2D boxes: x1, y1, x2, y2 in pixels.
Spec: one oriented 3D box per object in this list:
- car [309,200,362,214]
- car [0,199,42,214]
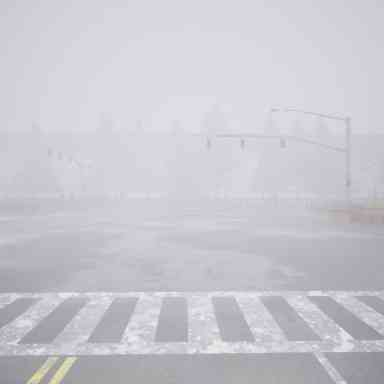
[{"bbox_3d":[15.411,1.547,35.539,5.357,1.411,2.033,0,0,-2],"label":"car"},{"bbox_3d":[-18.306,1.476,34.511,5.008,1.535,1.882,0,0,-2],"label":"car"}]
